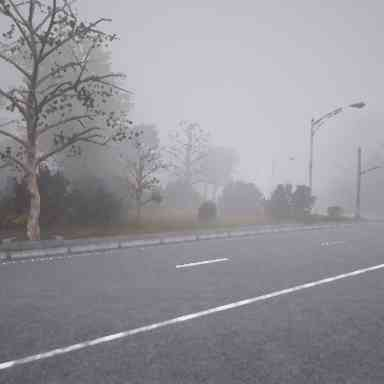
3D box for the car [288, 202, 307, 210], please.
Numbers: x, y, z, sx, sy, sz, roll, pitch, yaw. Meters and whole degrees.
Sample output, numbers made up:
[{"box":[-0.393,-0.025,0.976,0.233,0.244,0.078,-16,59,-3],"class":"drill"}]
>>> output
[{"box":[14.785,2.201,48.455,1.837,1.490,4.892,3,0,-19],"class":"car"}]
